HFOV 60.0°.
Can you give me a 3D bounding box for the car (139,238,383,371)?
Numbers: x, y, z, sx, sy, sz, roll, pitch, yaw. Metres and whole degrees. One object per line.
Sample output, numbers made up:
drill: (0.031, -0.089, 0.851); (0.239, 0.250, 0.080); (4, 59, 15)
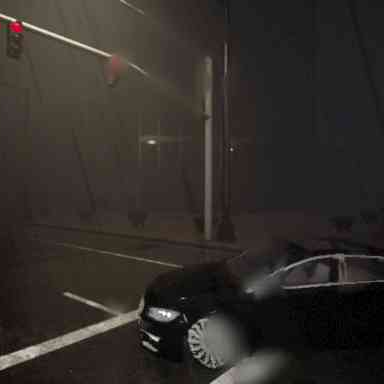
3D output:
car: (1.666, 1.513, 5.135); (4.902, 1.511, 2.128); (-1, 2, -5)
